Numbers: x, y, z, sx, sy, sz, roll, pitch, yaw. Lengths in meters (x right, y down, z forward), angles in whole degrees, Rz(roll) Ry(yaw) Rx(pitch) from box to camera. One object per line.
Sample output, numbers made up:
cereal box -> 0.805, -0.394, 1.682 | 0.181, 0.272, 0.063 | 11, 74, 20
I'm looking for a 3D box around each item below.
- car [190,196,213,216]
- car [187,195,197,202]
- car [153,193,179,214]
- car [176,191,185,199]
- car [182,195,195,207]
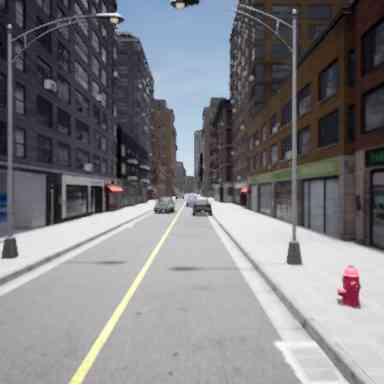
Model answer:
car -> 0.962, 1.475, 32.174 | 1.837, 1.490, 4.892 | 0, 0, 0
car -> 0.012, 1.294, 70.863 | 1.994, 1.385, 4.181 | 0, 0, 0
car -> -2.836, 1.316, 35.257 | 2.097, 1.767, 4.553 | 0, 0, 0
car -> -2.737, 0.899, 76.589 | 2.150, 2.045, 5.566 | 0, 0, 0
car -> 0.009, 1.480, 50.445 | 2.033, 1.411, 5.357 | 0, 0, 0
